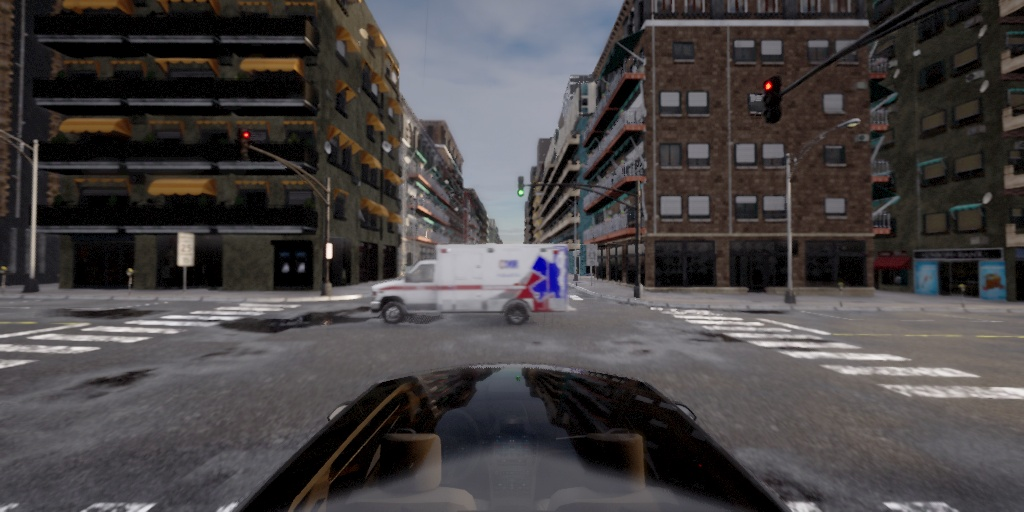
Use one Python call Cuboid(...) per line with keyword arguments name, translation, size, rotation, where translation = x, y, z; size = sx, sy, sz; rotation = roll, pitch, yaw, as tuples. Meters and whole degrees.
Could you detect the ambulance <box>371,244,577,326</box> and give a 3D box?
Cuboid(name="ambulance", translation=(-1.231, 0.884, 11.813), size=(6.366, 2.431, 2.351), rotation=(-1, -1, 0))
